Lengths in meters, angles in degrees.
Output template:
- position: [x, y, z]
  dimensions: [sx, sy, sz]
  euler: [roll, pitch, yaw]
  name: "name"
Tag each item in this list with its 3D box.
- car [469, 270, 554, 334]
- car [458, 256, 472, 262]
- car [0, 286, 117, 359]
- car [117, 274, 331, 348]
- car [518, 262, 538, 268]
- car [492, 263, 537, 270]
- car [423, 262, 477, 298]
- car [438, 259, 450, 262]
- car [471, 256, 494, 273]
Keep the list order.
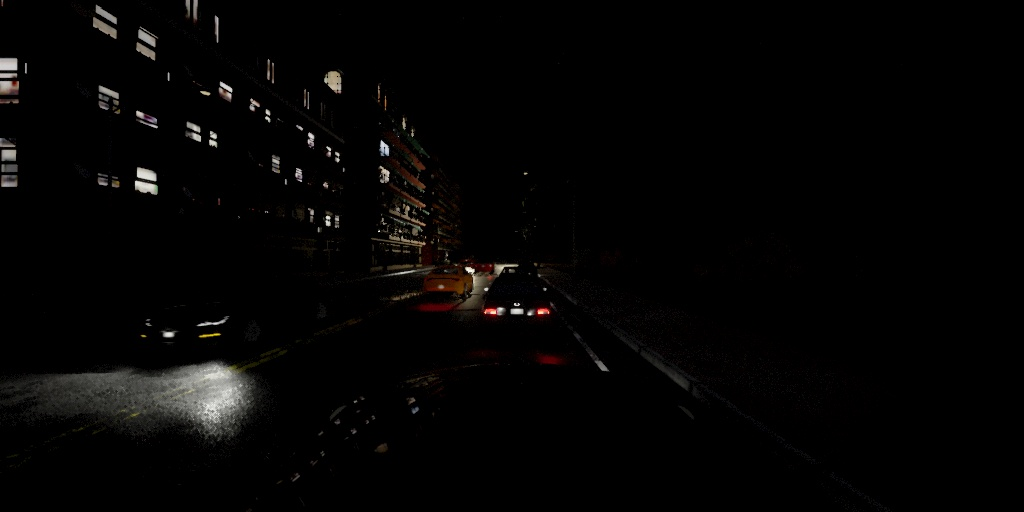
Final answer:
- position: [0.110, 1.299, 10.593]
  dimensions: [2.033, 1.411, 5.357]
  euler: [0, 0, 0]
  name: "car"
- position: [-6.552, 0.974, 52.810]
  dimensions: [2.150, 2.045, 5.566]
  euler: [0, 0, 0]
  name: "car"
- position: [-9.844, 1.352, 7.538]
  dimensions: [1.895, 1.301, 4.718]
  euler: [0, 0, 0]
  name: "car"
- position: [-6.594, 1.256, 9.317]
  dimensions: [1.837, 1.490, 4.892]
  euler: [0, 0, 0]
  name: "car"
- position: [1.163, 1.259, 30.722]
  dimensions: [1.837, 1.490, 4.892]
  euler: [0, 0, 0]
  name: "car"
- position: [0.116, 1.300, 20.955]
  dimensions: [2.033, 1.411, 5.357]
  euler: [0, 0, 0]
  name: "car"
- position: [-3.136, 1.230, 18.370]
  dimensions: [1.882, 1.535, 5.008]
  euler: [0, 0, 0]
  name: "car"
- position: [-9.803, 1.244, 51.351]
  dimensions: [2.128, 1.511, 4.902]
  euler: [0, 0, 0]
  name: "car"
- position: [-3.114, 1.106, 41.112]
  dimensions: [2.097, 1.767, 4.553]
  euler: [0, 0, 0]
  name: "car"
